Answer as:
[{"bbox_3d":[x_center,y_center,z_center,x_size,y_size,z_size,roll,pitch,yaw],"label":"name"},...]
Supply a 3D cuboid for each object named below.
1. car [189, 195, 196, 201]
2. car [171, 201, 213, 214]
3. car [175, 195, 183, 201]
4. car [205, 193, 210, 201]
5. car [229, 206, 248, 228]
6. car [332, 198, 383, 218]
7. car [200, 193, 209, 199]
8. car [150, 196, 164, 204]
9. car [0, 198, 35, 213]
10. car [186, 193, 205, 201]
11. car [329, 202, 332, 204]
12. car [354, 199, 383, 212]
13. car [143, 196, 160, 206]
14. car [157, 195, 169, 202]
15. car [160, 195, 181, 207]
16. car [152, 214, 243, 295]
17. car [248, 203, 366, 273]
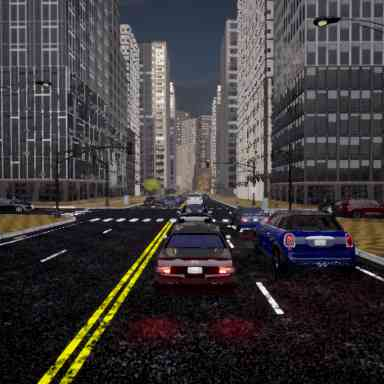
[{"bbox_3d":[0.171,1.512,85.553,1.895,1.301,4.718,0,0,0],"label":"car"},{"bbox_3d":[0.137,1.481,18.626,2.128,1.511,4.902,0,0,0],"label":"car"},{"bbox_3d":[-3.092,1.426,79.535,1.837,1.490,4.892,0,0,0],"label":"car"},{"bbox_3d":[3.414,1.392,81.721,1.882,1.535,5.008,0,0,0],"label":"car"},{"bbox_3d":[3.390,1.536,20.235,2.033,1.411,5.357,0,0,0],"label":"car"},{"bbox_3d":[16.262,1.517,30.908,5.009,1.841,2.192,1,0,1],"label":"car"},{"bbox_3d":[3.434,1.093,92.110,2.097,1.767,4.553,0,0,0],"label":"car"},{"bbox_3d":[-6.436,1.497,62.281,2.033,1.411,5.357,0,0,0],"label":"car"},{"bbox_3d":[-18.761,1.339,34.140,4.902,1.511,2.128,1,1,1],"label":"car"},{"bbox_3d":[0.342,1.188,49.467,2.150,2.045,5.566,0,0,-1],"label":"car"},{"bbox_3d":[16.335,1.614,36.720,4.892,1.490,1.837,1,1,-1],"label":"car"},{"bbox_3d":[21.887,1.640,39.183,4.829,1.417,1.752,1,0,1],"label":"car"},{"bbox_3d":[-6.490,1.466,52.401,1.837,1.490,4.892,0,0,0],"label":"car"},{"bbox_3d":[-6.356,1.475,72.951,2.033,1.411,5.357,0,0,0],"label":"car"},{"bbox_3d":[-3.221,1.315,50.561,2.097,1.767,4.553,0,0,-1],"label":"car"},{"bbox_3d":[0.110,1.543,8.881,2.033,1.411,5.357,0,0,1],"label":"car"},{"bbox_3d":[3.370,1.347,10.851,2.097,1.767,4.553,0,0,0],"label":"car"}]
